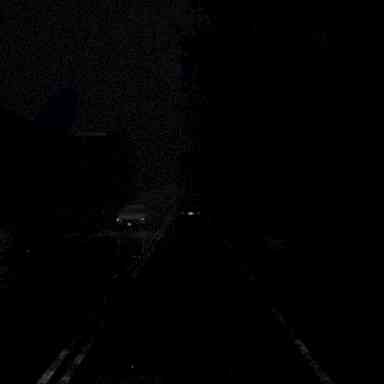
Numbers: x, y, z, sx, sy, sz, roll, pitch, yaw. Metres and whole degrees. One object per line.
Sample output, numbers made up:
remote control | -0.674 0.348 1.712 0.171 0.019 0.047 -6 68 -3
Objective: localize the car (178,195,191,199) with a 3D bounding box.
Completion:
car | -0.622 1.525 43.183 2.033 1.411 5.357 0 0 -2

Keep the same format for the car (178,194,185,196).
car | -2.548 1.046 81.701 1.895 1.301 4.718 0 1 -3

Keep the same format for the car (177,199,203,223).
car | -0.171 1.551 25.735 2.033 1.411 5.357 0 0 -1

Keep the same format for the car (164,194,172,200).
car | -5.711 1.197 80.108 2.033 1.411 5.357 0 1 -3

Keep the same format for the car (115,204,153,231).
car | -3.530 1.532 20.931 1.812 1.442 4.674 0 0 -1
